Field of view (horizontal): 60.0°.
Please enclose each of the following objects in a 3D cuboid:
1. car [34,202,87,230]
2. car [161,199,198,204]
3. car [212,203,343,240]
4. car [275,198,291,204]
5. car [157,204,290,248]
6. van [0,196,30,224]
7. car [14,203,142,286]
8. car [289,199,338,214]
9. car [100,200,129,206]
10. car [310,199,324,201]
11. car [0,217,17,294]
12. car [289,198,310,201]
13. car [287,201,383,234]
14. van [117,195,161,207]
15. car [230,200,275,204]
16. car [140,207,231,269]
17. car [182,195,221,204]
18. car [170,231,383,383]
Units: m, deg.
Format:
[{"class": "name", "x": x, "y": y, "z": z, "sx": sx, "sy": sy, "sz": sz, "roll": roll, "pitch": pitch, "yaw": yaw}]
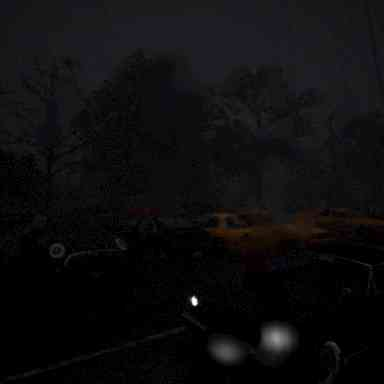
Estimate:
[{"class": "car", "x": -8.792, "y": 1.493, "z": 21.946, "sx": 2.163, "sy": 1.488, "sz": 4.792, "roll": 0, "pitch": 0, "yaw": -35}, {"class": "car", "x": -1.984, "y": 1.510, "z": 26.702, "sx": 2.163, "sy": 1.488, "sz": 4.792, "roll": 0, "pitch": 0, "yaw": -35}, {"class": "car", "x": 3.276, "y": 1.470, "z": 14.206, "sx": 1.946, "sy": 1.575, "sz": 5.366, "roll": 0, "pitch": 0, "yaw": -35}, {"class": "car", "x": 7.039, "y": 1.568, "z": 33.130, "sx": 2.002, "sy": 1.452, "sz": 4.674, "roll": 0, "pitch": 0, "yaw": -35}, {"class": "car", "x": 0.898, "y": 1.464, "z": 12.974, "sx": 1.946, "sy": 1.575, "sz": 5.366, "roll": 0, "pitch": 0, "yaw": -35}, {"class": "van", "x": -10.958, "y": 1.244, "z": 20.242, "sx": 1.878, "sy": 1.987, "sz": 4.442, "roll": 0, "pitch": 0, "yaw": -36}, {"class": "car", "x": -3.539, "y": 1.348, "z": 9.640, "sx": 2.185, "sy": 1.767, "sz": 4.553, "roll": 0, "pitch": 0, "yaw": -35}, {"class": "car", "x": 13.720, "y": 1.563, "z": 37.863, "sx": 2.097, "sy": 1.535, "sz": 5.008, "roll": 0, "pitch": 0, "yaw": -35}, {"class": "car", "x": -6.639, "y": 1.494, "z": 23.473, "sx": 2.163, "sy": 1.488, "sz": 4.792, "roll": 0, "pitch": 0, "yaw": -35}, {"class": "car", "x": 11.438, "y": 1.426, "z": 36.290, "sx": 2.185, "sy": 1.767, "sz": 4.553, "roll": 0, "pitch": 0, "yaw": -35}, {"class": "car", "x": -5.800, "y": 1.512, "z": 8.035, "sx": 2.163, "sy": 1.488, "sz": 4.792, "roll": 0, "pitch": 0, "yaw": -35}, {"class": "car", "x": 9.315, "y": 1.569, "z": 34.710, "sx": 2.163, "sy": 1.488, "sz": 4.792, "roll": 0, "pitch": 0, "yaw": -35}, {"class": "car", "x": 7.905, "y": 1.492, "z": 17.487, "sx": 1.946, "sy": 1.575, "sz": 5.366, "roll": 0, "pitch": 0, "yaw": -35}, {"class": "van", "x": -4.428, "y": 1.244, "z": 25.147, "sx": 1.878, "sy": 1.987, "sz": 4.442, "roll": 0, "pitch": 0, "yaw": -35}, {"class": "car", "x": 4.885, "y": 1.513, "z": 31.379, "sx": 1.946, "sy": 1.575, "sz": 5.366, "roll": 0, "pitch": 0, "yaw": -35}, {"class": "car", "x": -1.249, "y": 1.468, "z": 11.218, "sx": 2.231, "sy": 1.521, "sz": 4.892, "roll": 0, "pitch": 0, "yaw": -35}, {"class": "car", "x": 0.243, "y": 1.241, "z": 28.351, "sx": 2.435, "sy": 2.045, "sz": 5.566, "roll": 0, "pitch": 0, "yaw": -35}, {"class": "car", "x": 2.194, "y": 1.590, "z": 5.258, "sx": 4.718, "sy": 1.301, "sz": 1.895, "roll": 0, "pitch": 0, "yaw": -36}]
